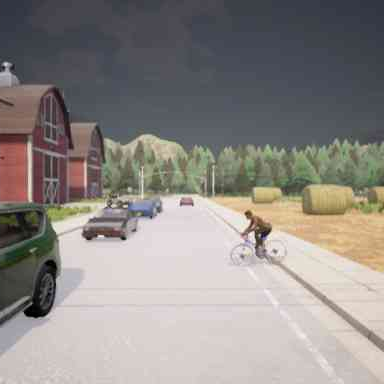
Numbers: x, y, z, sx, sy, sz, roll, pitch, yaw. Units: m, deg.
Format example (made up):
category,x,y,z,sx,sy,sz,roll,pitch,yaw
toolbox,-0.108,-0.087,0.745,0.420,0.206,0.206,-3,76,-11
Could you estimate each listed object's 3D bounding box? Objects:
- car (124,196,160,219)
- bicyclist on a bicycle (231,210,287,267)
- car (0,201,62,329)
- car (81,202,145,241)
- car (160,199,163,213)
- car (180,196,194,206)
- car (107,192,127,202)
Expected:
category,x,y,z,sx,sy,sz,roll,pitch,yaw
car,-3.976,1.354,27.373,1.882,1.535,5.008,0,0,-1
bicyclist on a bicycle,1.887,1.330,9.669,1.656,1.620,0.582,-7,0,-1
car,-3.646,1.201,4.466,2.150,2.045,5.566,0,0,-1
car,-3.869,1.469,16.633,2.033,1.411,5.357,0,0,-1
car,-4.094,1.192,33.791,2.097,1.767,4.553,0,0,-1
car,-0.767,1.328,48.753,1.994,1.385,4.181,0,0,-1
car,-8.353,0.962,38.910,1.905,1.878,3.866,8,-3,-43
